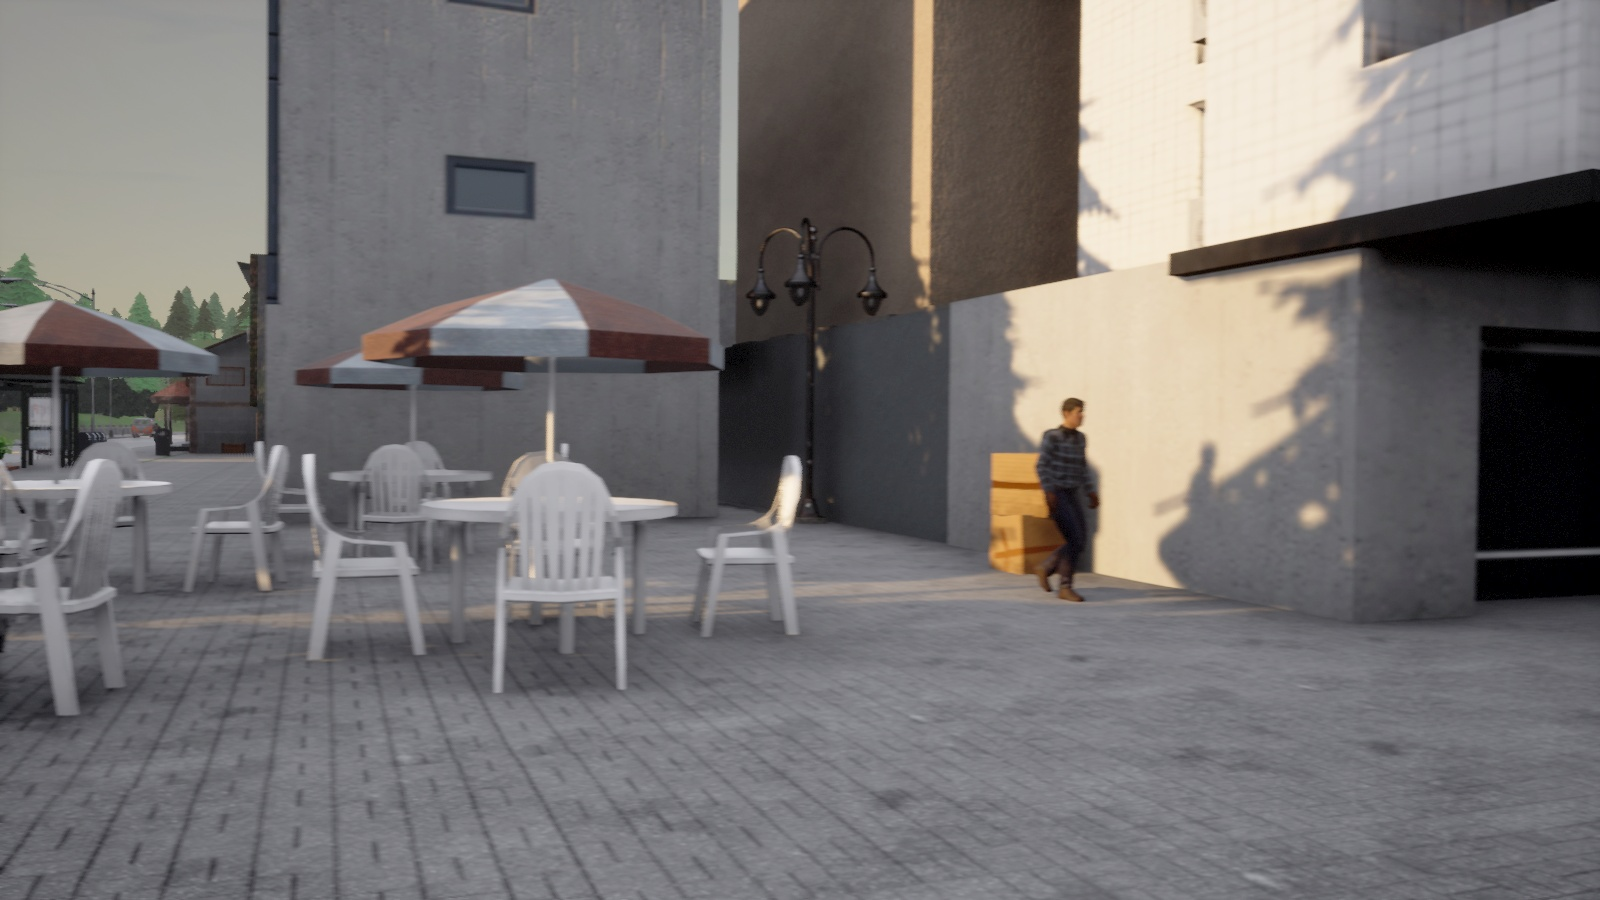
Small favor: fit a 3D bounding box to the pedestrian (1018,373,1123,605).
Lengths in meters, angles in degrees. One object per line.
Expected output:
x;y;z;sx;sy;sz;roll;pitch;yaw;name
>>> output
2.360;0.324;10.980;0.423;1.949;0.788;-1;1;-43;pedestrian
